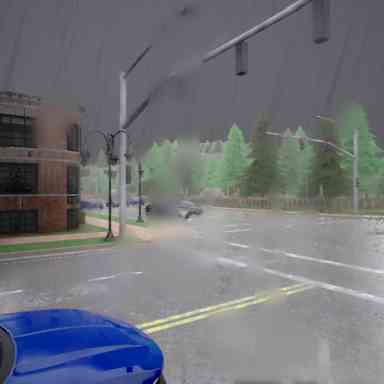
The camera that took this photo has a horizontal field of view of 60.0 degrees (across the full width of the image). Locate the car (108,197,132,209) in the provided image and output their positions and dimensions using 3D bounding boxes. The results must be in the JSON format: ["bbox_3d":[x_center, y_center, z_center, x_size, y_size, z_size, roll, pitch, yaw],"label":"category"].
[{"bbox_3d":[-10.235,1.471,44.897,1.994,1.385,4.181,0,0,-35],"label":"car"}]

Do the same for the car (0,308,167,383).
[{"bbox_3d":[-2.486,1.478,1.968,5.008,1.535,1.882,0,0,-36],"label":"car"}]

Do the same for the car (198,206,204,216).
[{"bbox_3d":[-0.854,1.504,31.328,1.837,1.490,4.892,0,0,-35],"label":"car"}]

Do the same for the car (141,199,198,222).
[{"bbox_3d":[-2.014,1.492,26.875,2.128,1.511,4.902,0,0,-35],"label":"car"}]

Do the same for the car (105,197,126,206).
[{"bbox_3d":[-12.611,1.564,54.573,1.994,1.385,4.181,0,0,-35],"label":"car"}]

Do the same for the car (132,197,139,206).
[{"bbox_3d":[-9.813,1.526,56.679,1.812,1.442,4.674,0,0,-35],"label":"car"}]

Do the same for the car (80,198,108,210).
[{"bbox_3d":[-12.891,1.480,42.582,1.882,1.535,5.008,0,0,-35],"label":"car"}]
